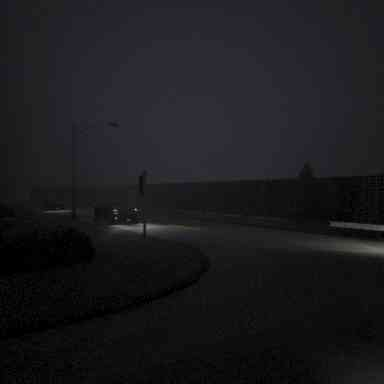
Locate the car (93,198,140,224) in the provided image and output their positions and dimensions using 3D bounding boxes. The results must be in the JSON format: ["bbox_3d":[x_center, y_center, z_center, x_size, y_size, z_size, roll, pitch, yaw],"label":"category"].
[{"bbox_3d":[-5.683,1.352,24.775,2.097,1.767,4.553,0,0,-36],"label":"car"}]

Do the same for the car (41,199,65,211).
[{"bbox_3d":[-17.247,1.547,41.021,2.033,1.411,5.357,0,0,-35],"label":"car"}]
